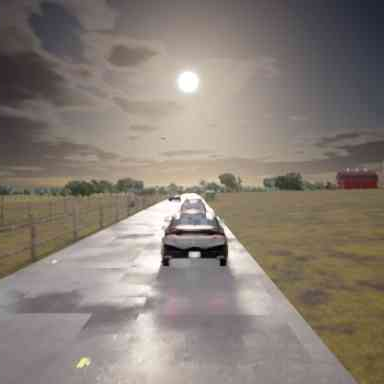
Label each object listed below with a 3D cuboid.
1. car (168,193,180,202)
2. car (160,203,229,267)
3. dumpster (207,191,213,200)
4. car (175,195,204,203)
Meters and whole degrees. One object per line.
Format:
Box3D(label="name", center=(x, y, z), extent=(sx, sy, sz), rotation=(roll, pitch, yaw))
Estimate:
Box3D(label="car", center=(-2.685, 0.800, 53.077), extent=(2.033, 1.411, 5.357), rotation=(0, 1, 1))
Box3D(label="car", center=(0.079, 1.312, 10.706), extent=(2.128, 1.511, 4.902), rotation=(0, 1, 0))
Box3D(label="dumpster", center=(3.271, 0.586, 60.571), extent=(1.020, 1.700, 1.940), rotation=(0, 0, 0))
Box3D(label="car", center=(0.103, 1.139, 24.971), extent=(2.033, 1.411, 5.357), rotation=(0, 1, 1))
